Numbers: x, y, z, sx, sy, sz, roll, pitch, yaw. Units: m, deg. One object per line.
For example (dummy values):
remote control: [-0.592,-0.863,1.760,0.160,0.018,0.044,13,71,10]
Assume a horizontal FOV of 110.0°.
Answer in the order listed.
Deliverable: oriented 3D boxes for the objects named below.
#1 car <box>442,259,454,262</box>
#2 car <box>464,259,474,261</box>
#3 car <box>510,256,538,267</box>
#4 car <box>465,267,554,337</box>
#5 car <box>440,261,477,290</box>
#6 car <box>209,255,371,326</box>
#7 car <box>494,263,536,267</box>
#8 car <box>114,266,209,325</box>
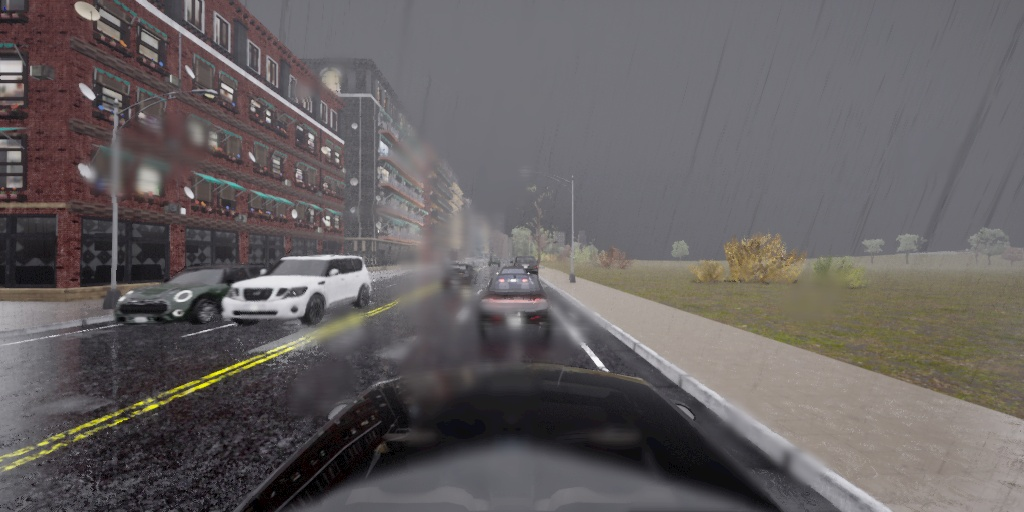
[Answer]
car: [-9.959,1.256,55.710,1.837,1.490,4.892,0,0,0]
car: [-6.708,1.242,55.987,2.128,1.511,4.902,0,0,0]
car: [1.073,0.978,31.007,2.150,2.045,5.566,0,0,0]
car: [0.082,1.243,10.354,2.128,1.511,4.902,0,0,0]
car: [-3.197,1.257,22.685,1.837,1.490,4.892,0,0,0]
car: [-6.622,0.973,11.960,2.150,2.045,5.566,0,0,0]
car: [0.062,1.300,20.794,2.033,1.411,5.357,0,0,0]
car: [-9.873,1.103,11.784,2.097,1.767,4.553,0,0,0]
